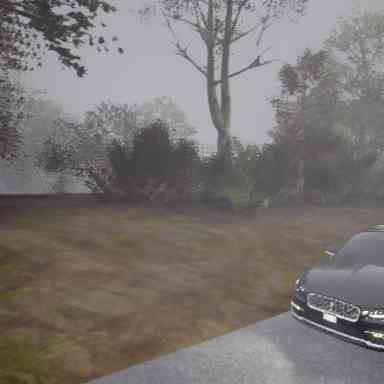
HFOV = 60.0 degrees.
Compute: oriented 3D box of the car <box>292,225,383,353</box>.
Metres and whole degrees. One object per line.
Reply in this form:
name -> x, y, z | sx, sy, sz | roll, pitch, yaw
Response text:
car -> 3.778, 1.404, 5.934 | 4.892, 1.490, 1.837 | -1, 2, -37
